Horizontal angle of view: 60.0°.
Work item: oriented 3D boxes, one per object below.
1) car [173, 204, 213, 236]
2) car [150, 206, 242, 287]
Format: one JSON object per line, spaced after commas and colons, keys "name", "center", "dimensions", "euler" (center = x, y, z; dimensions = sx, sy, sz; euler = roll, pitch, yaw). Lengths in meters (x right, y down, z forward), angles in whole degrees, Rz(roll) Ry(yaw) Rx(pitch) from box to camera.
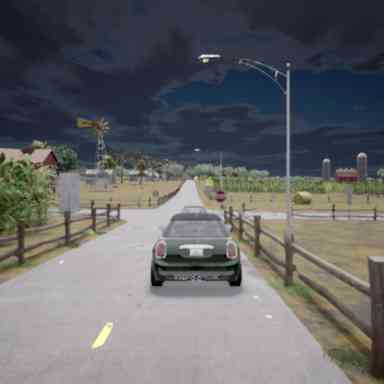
{"name": "car", "center": [0.118, 1.511, 19.572], "dimensions": [2.033, 1.411, 5.357], "euler": [0, 0, 1]}
{"name": "car", "center": [0.094, 1.336, 9.426], "dimensions": [2.097, 1.767, 4.553], "euler": [0, 0, 0]}
